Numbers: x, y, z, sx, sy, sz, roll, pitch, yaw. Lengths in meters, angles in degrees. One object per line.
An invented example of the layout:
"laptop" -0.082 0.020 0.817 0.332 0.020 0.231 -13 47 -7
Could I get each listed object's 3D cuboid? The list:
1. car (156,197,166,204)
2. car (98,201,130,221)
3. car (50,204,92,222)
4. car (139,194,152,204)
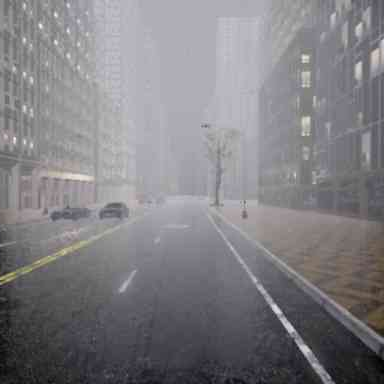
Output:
"car" -6.500 1.751 69.615 1.882 1.535 5.008 0 0 0
"car" -6.597 1.601 28.556 1.837 1.490 4.892 0 0 0
"car" -9.849 1.692 27.311 1.895 1.301 4.718 0 0 0
"car" -9.750 1.499 69.587 2.150 2.045 5.566 0 0 0
